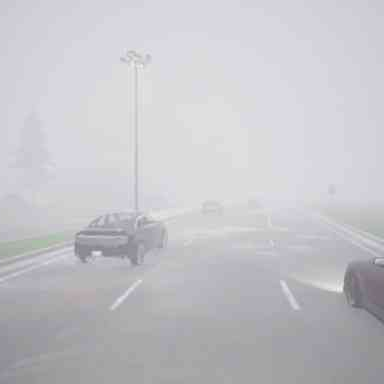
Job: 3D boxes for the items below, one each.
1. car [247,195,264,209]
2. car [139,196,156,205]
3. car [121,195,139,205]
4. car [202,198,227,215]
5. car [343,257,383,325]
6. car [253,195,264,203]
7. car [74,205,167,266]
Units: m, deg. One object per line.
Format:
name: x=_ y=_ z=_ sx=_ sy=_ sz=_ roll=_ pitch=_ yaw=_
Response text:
car: x=8.081 y=1.332 z=42.524 sx=1.812 sy=1.442 sz=4.674 roll=0 pitch=0 yaw=13
car: x=-5.734 y=0.955 z=49.882 sx=2.128 sy=1.511 sz=4.902 roll=0 pitch=0 yaw=13
car: x=-9.147 y=1.190 z=50.656 sx=1.837 sy=1.490 sz=4.892 roll=0 pitch=0 yaw=13
car: x=2.232 y=1.330 z=32.516 sx=1.882 sy=1.535 sz=5.008 roll=0 pitch=0 yaw=13
car: x=3.944 y=1.540 z=5.062 sx=1.994 sy=1.385 sz=4.181 roll=0 pitch=0 yaw=4
car: x=12.854 y=1.234 z=64.047 sx=1.812 sy=1.442 sz=4.674 roll=0 pitch=0 yaw=13
car: x=-2.187 y=1.440 z=11.419 sx=2.128 sy=1.511 sz=4.902 roll=0 pitch=0 yaw=9
